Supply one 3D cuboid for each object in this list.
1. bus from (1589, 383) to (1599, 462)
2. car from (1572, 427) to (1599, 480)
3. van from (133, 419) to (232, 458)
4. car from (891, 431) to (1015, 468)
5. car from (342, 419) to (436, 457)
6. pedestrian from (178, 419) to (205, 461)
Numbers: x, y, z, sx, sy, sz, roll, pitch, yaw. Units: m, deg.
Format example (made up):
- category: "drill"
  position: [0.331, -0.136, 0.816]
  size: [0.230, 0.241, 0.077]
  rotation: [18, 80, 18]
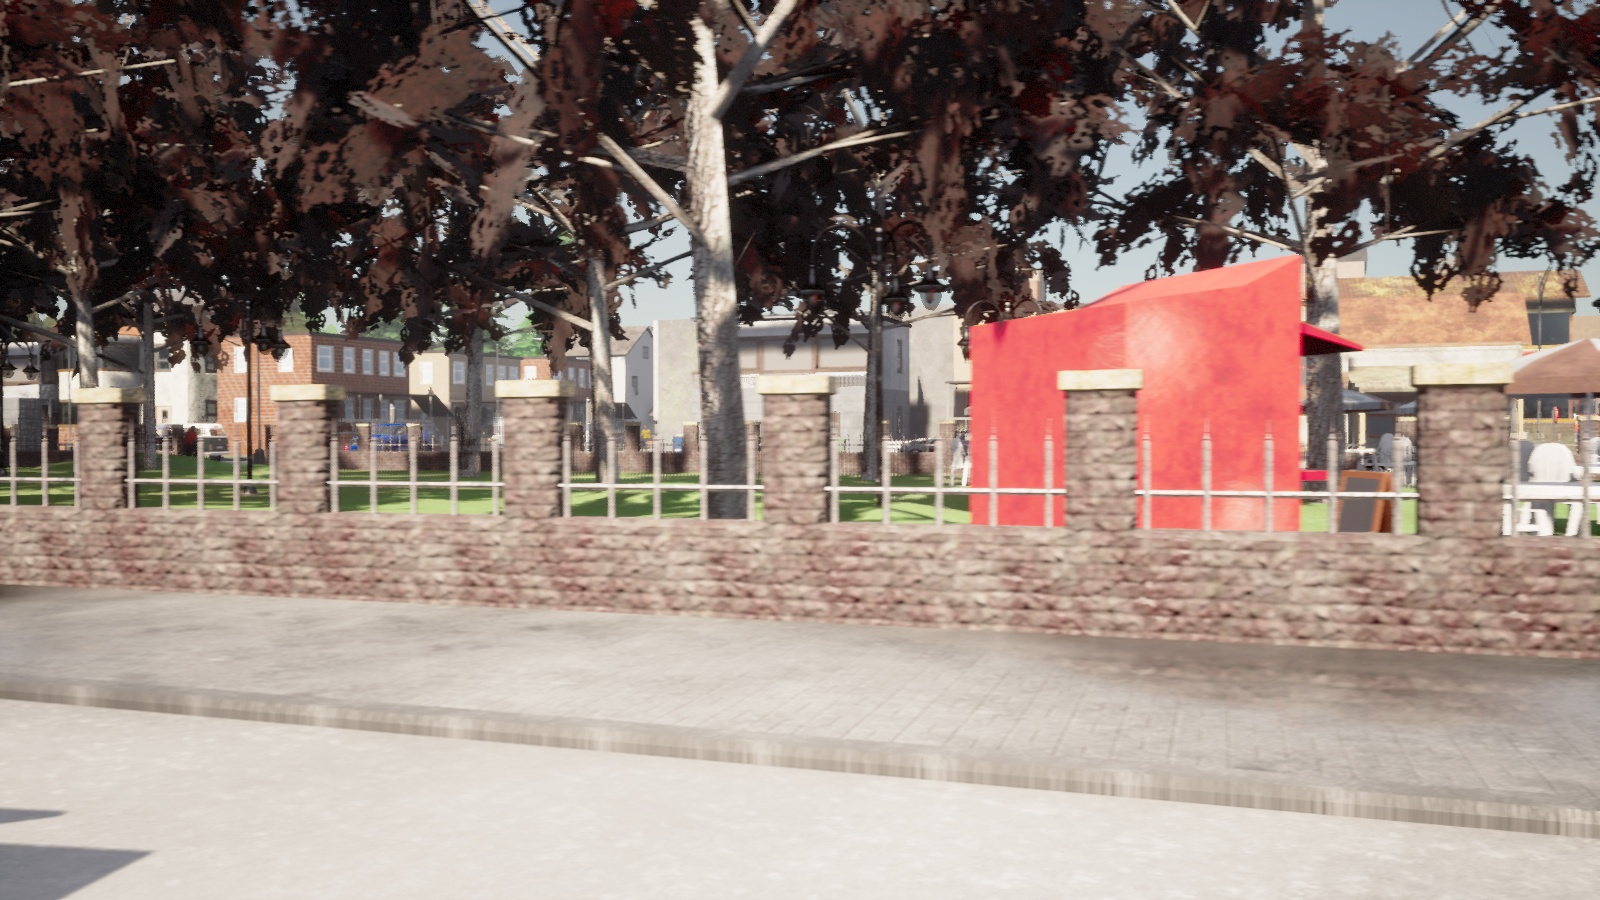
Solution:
- category: "bus"
  position: [43.730, -1.406, 63.735]
  size: [3.944, 4.253, 10.273]
  rotation: [1, 1, 19]
- category: "car"
  position: [28.592, 0.123, 41.814]
  size: [4.553, 1.767, 2.097]
  rotation: [1, 1, 19]
- category: "van"
  position: [-32.832, -0.644, 66.828]
  size: [4.480, 2.038, 2.069]
  rotation: [0, 1, 15]
- category: "car"
  position: [6.518, -0.050, 53.502]
  size: [4.902, 1.511, 2.128]
  rotation: [1, 1, 19]
- category: "car"
  position: [-23.154, -0.678, 70.943]
  size: [2.150, 2.045, 5.566]
  rotation: [1, 1, 18]
- category: "pedestrian"
  position: [-26.635, -0.444, 54.971]
  size: [0.899, 1.844, 0.634]
  rotation: [1, 1, 19]
